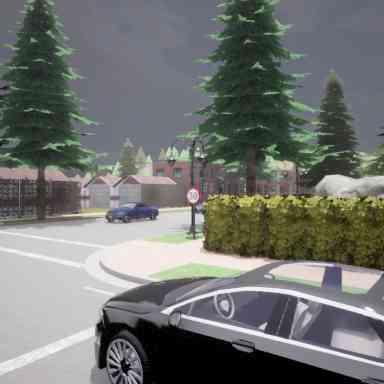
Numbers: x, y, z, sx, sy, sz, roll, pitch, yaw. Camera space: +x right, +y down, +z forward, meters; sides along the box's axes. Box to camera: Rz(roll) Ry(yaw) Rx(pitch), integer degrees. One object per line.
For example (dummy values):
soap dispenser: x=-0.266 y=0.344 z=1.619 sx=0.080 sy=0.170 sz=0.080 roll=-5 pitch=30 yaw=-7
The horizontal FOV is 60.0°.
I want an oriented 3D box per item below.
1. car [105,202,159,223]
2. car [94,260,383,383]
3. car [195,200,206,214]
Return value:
car: x=-4.404 y=1.487 z=25.206 sx=1.812 sy=1.442 sz=4.674 roll=0 pitch=0 yaw=34
car: x=0.986 y=1.492 z=3.378 sx=4.902 sy=1.511 sz=2.128 roll=0 pitch=0 yaw=38
car: x=2.119 y=1.452 z=34.288 sx=2.128 sy=1.511 sz=4.902 roll=0 pitch=0 yaw=37
